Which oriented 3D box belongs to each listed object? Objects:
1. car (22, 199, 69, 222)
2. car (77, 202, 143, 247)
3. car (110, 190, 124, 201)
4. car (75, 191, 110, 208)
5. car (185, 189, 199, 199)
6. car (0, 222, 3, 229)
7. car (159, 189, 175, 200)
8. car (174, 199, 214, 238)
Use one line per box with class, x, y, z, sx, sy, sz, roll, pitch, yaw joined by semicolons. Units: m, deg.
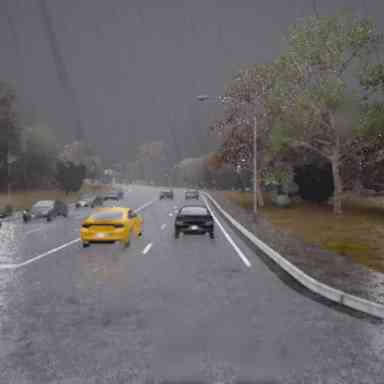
car;-10.586;1.284;24.472;1.812;1.442;4.674;0;2;0
car;-3.401;1.428;14.906;1.882;1.535;5.008;0;1;0
car;-10.504;0.421;45.139;2.033;1.411;5.357;0;3;0
car;-10.544;0.883;34.569;2.128;1.511;4.902;0;3;1
car;-0.003;0.304;46.347;2.128;1.511;4.902;0;3;0
car;-10.612;1.501;14.602;2.033;1.411;5.357;0;1;1
car;-3.504;0.309;46.517;1.837;1.490;4.892;0;3;0
car;0.111;1.394;17.306;1.882;1.535;5.008;0;1;0
